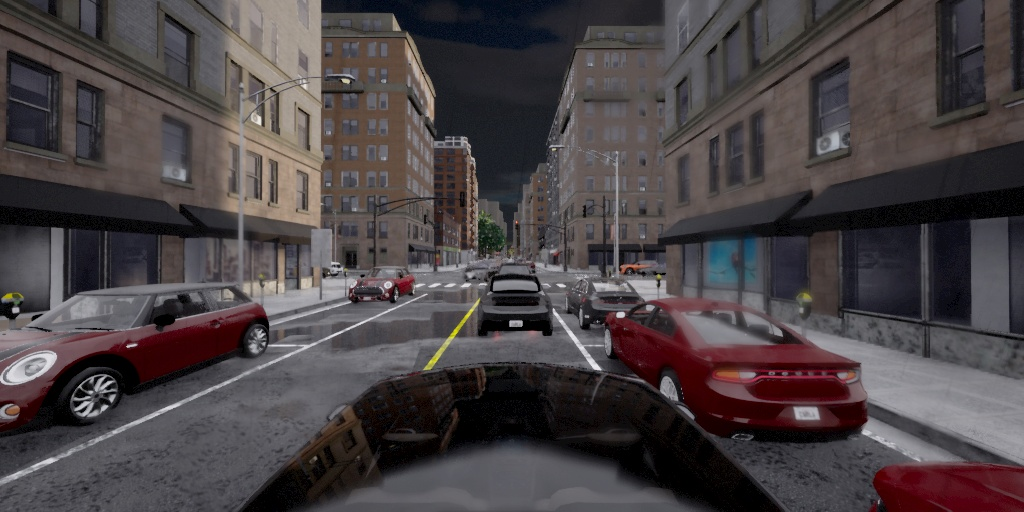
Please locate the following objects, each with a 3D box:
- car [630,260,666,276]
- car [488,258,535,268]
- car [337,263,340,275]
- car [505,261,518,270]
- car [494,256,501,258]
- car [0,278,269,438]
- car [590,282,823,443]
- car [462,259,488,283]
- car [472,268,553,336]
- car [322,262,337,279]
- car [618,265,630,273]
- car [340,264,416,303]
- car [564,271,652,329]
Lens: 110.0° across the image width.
[{"bbox_3d":[15.186,1.394,36.087,5.357,1.411,2.033,0,0,0],"label":"car"},{"bbox_3d":[0.119,1.108,17.809,2.097,1.767,4.553,0,0,0],"label":"car"},{"bbox_3d":[-18.370,0.894,32.491,5.566,2.045,2.150,0,0,-1],"label":"car"},{"bbox_3d":[-0.098,1.397,55.205,1.895,1.301,4.718,0,0,1],"label":"car"},{"bbox_3d":[-3.178,1.159,60.818,2.097,1.767,4.553,0,0,0],"label":"car"},{"bbox_3d":[-5.852,1.190,5.484,1.967,1.591,4.097,0,0,0],"label":"car"},{"bbox_3d":[2.675,1.296,5.479,1.888,1.381,4.507,0,0,0],"label":"car"},{"bbox_3d":[-2.030,1.202,27.321,2.128,1.511,4.902,0,0,22],"label":"car"},{"bbox_3d":[0.056,1.258,10.382,1.837,1.490,4.892,0,0,-1],"label":"car"},{"bbox_3d":[-17.478,1.127,29.248,5.008,1.535,1.882,0,0,-2],"label":"car"},{"bbox_3d":[14.020,1.221,39.348,4.553,1.767,2.097,0,0,0],"label":"car"},{"bbox_3d":[-5.836,1.195,16.470,1.967,1.591,4.097,0,0,0],"label":"car"},{"bbox_3d":[2.682,1.303,10.970,2.007,1.370,4.403,0,0,0],"label":"car"}]
